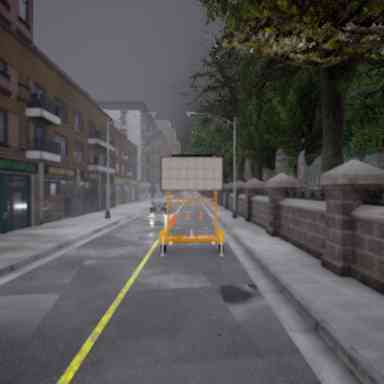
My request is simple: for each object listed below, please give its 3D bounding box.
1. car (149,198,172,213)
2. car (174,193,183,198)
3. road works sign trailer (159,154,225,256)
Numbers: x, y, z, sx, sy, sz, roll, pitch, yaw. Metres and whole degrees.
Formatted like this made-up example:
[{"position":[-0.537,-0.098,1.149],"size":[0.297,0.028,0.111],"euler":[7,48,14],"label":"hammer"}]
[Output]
[{"position":[-3.088,1.301,33.251],"size":[1.812,1.442,4.674],"euler":[0,0,0],"label":"car"},{"position":[-2.987,0.969,74.556],"size":[1.994,1.385,4.181],"euler":[0,0,0],"label":"car"},{"position":[0.003,0.373,12.687],"size":[2.380,3.560,2.880],"euler":[0,0,0],"label":"road works sign trailer"}]
